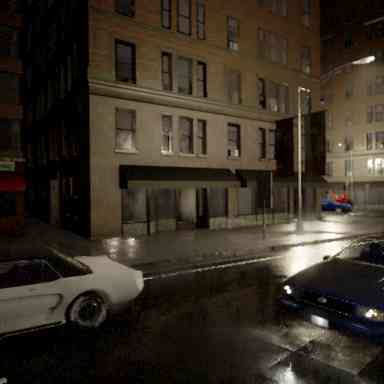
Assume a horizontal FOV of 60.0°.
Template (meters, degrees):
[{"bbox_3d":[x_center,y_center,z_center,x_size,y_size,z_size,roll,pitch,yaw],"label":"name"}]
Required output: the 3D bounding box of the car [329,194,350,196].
[{"bbox_3d":[16.992,1.201,40.704,2.192,1.841,5.009,0,1,-44],"label":"car"}]

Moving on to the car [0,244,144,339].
[{"bbox_3d":[-3.287,1.601,5.334,4.718,1.301,1.895,0,0,-35],"label":"car"}]

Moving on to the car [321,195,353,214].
[{"bbox_3d":[14.279,1.445,35.183,1.882,1.535,5.008,-1,1,-44],"label":"car"}]

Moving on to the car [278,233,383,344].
[{"bbox_3d":[4.104,1.568,6.553,5.357,1.411,2.033,0,0,-35],"label":"car"}]
